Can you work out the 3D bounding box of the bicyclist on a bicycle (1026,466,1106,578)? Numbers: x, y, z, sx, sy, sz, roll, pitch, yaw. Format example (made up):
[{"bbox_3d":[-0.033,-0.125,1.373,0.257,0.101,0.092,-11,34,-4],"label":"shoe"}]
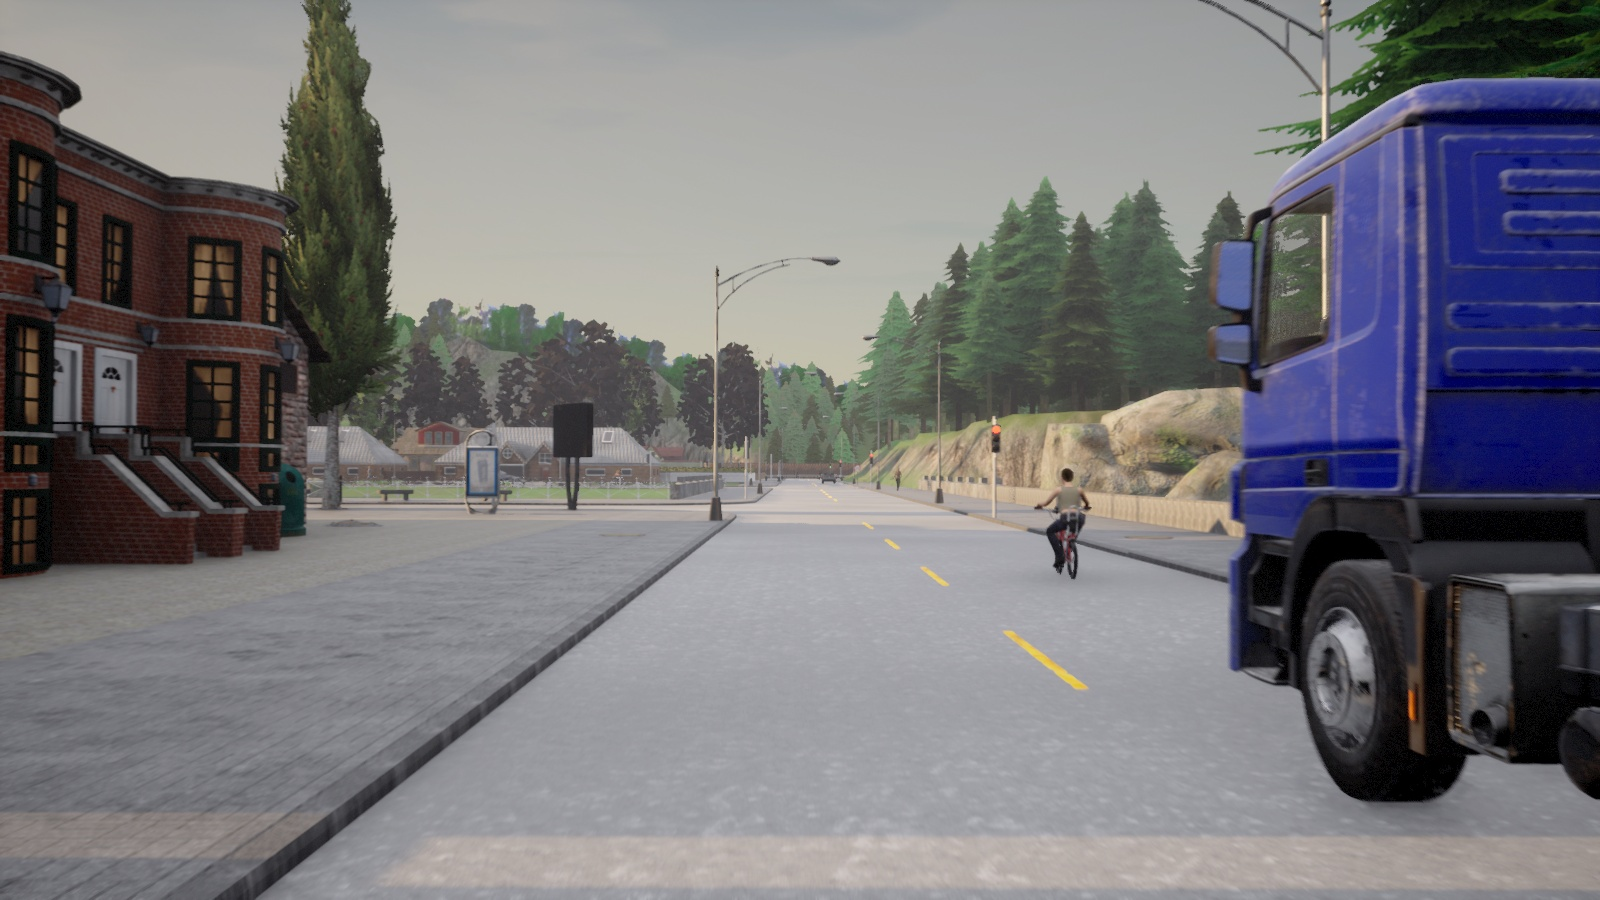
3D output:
[{"bbox_3d":[3.957,1.051,18.827,0.866,1.612,1.509,0,-1,0],"label":"bicyclist on a bicycle"}]

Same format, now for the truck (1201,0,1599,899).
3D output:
[{"bbox_3d":[3.988,-0.118,3.908,2.891,3.462,7.936,0,-1,0],"label":"truck"}]
